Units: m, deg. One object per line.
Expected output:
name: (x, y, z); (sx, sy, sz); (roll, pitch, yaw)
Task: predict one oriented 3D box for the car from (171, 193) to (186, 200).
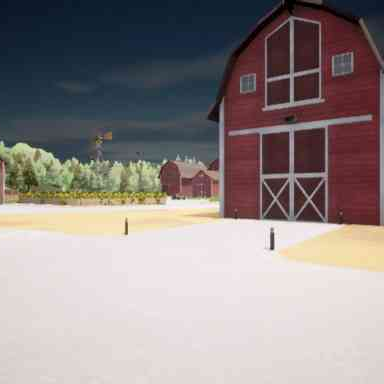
car: (-3.796, 1.414, 94.486); (1.932, 1.855, 4.605); (0, 0, 35)
